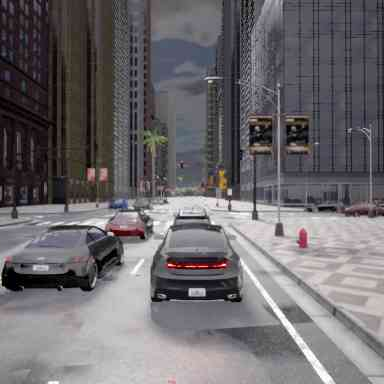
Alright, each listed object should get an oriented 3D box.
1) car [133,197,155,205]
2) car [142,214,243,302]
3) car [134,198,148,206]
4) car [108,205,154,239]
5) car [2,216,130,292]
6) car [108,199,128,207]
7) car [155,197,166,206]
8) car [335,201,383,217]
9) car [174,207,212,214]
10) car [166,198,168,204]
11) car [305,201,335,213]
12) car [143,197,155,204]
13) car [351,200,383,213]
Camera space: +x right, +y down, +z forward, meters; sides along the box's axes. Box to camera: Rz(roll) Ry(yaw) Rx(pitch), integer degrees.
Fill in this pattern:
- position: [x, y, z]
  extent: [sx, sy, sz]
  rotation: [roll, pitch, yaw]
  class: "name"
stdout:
- position: [-6.657, 1.549, 45.243]
  extent: [2.097, 1.767, 4.553]
  rotation: [0, 0, 0]
  class: "car"
- position: [0.090, 1.515, 8.251]
  extent: [1.837, 1.490, 4.892]
  rotation: [0, 0, 0]
  class: "car"
- position: [-9.877, 1.896, 64.385]
  extent: [1.994, 1.385, 4.181]
  rotation: [0, -1, 1]
  class: "car"
- position: [-3.173, 1.601, 17.425]
  extent: [1.994, 1.385, 4.181]
  rotation: [0, 0, 0]
  class: "car"
- position: [-3.168, 1.576, 9.026]
  extent: [1.994, 1.385, 4.181]
  rotation: [0, 0, 1]
  class: "car"
- position: [-9.956, 1.673, 45.003]
  extent: [1.882, 1.535, 5.008]
  rotation: [0, 0, 1]
  class: "car"
- position: [-6.627, 1.932, 64.239]
  extent: [1.895, 1.301, 4.718]
  rotation: [0, 0, 0]
  class: "car"
- position: [15.275, 1.575, 29.293]
  extent: [4.206, 1.307, 1.802]
  rotation: [0, 0, -1]
  class: "car"
- position: [0.026, 1.529, 17.572]
  extent: [2.128, 1.511, 4.902]
  rotation: [0, 0, 0]
  class: "car"
- position: [-6.606, 1.906, 76.308]
  extent: [1.882, 1.535, 5.008]
  rotation: [0, 0, 0]
  class: "car"
- position: [15.133, 1.660, 37.817]
  extent: [4.313, 1.339, 1.947]
  rotation: [0, 0, -1]
  class: "car"
- position: [-9.856, 1.966, 75.986]
  extent: [2.033, 1.411, 5.357]
  rotation: [0, 0, 0]
  class: "car"
- position: [20.773, 1.641, 37.912]
  extent: [4.313, 1.339, 1.947]
  rotation: [0, 0, -1]
  class: "car"
